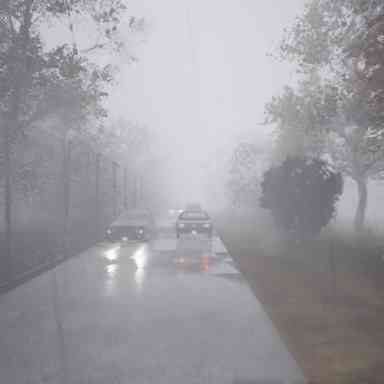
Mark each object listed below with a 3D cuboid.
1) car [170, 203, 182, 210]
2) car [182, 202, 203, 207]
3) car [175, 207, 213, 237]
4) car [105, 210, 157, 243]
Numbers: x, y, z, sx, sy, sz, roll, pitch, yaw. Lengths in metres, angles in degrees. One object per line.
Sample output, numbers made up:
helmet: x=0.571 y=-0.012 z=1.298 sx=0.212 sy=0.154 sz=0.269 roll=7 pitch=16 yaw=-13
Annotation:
car: x=-2.632 y=2.447 z=56.996 sx=1.895 sy=1.301 sz=4.718 roll=0 pitch=-2 yaw=1
car: x=0.153 y=1.858 z=36.437 sx=1.837 sy=1.490 sz=4.892 roll=0 pitch=-1 yaw=0
car: x=0.103 y=1.697 z=18.457 sx=1.895 sy=1.301 sz=4.718 roll=0 pitch=-1 yaw=0
car: x=-2.850 y=1.628 z=16.771 sx=2.033 sy=1.411 sz=5.357 roll=0 pitch=0 yaw=0
